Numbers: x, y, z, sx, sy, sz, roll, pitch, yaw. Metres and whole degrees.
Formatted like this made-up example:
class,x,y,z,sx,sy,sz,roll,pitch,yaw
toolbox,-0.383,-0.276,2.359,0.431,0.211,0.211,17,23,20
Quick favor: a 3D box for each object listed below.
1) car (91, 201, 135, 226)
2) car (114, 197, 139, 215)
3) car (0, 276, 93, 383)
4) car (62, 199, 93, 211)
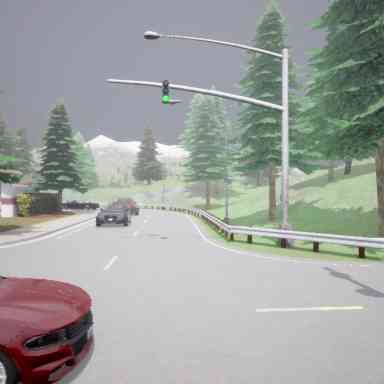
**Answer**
class,x,y,z,sx,sy,sz,roll,pitch,yaw
car,-5.249,1.529,22.700,1.994,1.385,4.181,0,0,-5
car,-6.578,1.304,32.436,2.097,1.767,4.553,0,0,-22
car,-3.835,1.525,4.191,5.008,1.535,1.882,1,0,-4
car,-13.535,1.546,39.832,4.718,1.301,1.895,0,0,11
